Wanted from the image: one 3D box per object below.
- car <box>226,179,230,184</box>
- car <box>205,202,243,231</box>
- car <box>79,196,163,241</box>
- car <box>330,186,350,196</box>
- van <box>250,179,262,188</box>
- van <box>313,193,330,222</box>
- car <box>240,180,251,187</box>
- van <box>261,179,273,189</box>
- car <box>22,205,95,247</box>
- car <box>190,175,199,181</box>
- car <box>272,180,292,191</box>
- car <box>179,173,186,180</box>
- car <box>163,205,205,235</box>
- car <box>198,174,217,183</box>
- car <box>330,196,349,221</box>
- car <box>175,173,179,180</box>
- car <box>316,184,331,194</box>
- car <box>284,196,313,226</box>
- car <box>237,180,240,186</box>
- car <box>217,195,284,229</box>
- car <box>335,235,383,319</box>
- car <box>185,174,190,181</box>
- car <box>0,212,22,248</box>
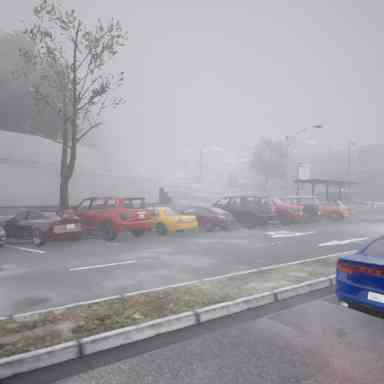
[{"bbox_3d":[9.674,-2.317,78.011,2.002,1.452,4.674,7,3,35],"label":"car"},{"bbox_3d":[0.384,1.548,20.438,4.674,1.452,2.002,-1,-1,35],"label":"car"},{"bbox_3d":[-4.545,1.247,16.987,5.566,2.045,2.435,-1,-1,35],"label":"car"},{"bbox_3d":[25.193,0.137,55.792,2.002,1.452,4.674,7,3,35],"label":"car"},{"bbox_3d":[14.815,-1.764,70.493,1.878,1.987,4.442,7,4,35],"label":"van"},{"bbox_3d":[7.867,1.296,25.564,4.442,1.987,1.878,-1,-1,35],"label":"van"},{"bbox_3d":[13.243,-1.812,73.225,1.946,1.575,5.366,7,3,35],"label":"car"},{"bbox_3d":[16.542,-1.491,68.020,1.878,1.987,4.442,7,4,35],"label":"van"},{"bbox_3d":[-6.992,1.524,15.244,4.792,1.488,2.163,-1,-1,35],"label":"car"},{"bbox_3d":[2.726,-3.698,87.786,2.435,2.045,5.566,7,3,34],"label":"car"},{"bbox_3d":[18.300,-0.992,65.656,2.231,1.521,4.892,7,3,35],"label":"car"},{"bbox_3d":[-0.794,-4.085,92.726,2.185,1.767,4.553,4,1,34],"label":"car"},{"bbox_3d":[-2.224,1.502,18.812,5.366,1.575,1.946,-1,-1,35],"label":"car"},{"bbox_3d":[4.575,-3.176,85.526,1.946,1.575,5.366,7,3,34],"label":"car"},{"bbox_3d":[10.278,1.403,27.312,4.553,1.767,2.185,-1,-1,35],"label":"car"},{"bbox_3d":[-2.564,-4.362,95.075,2.435,2.045,5.566,1,-1,34],"label":"car"},{"bbox_3d":[23.504,-0.426,58.266,2.435,2.045,5.566,7,3,35],"label":"car"},{"bbox_3d":[5.327,1.267,23.896,5.566,2.045,2.435,-1,-1,35],"label":"car"},{"bbox_3d":[11.414,-2.043,75.547,2.002,1.452,4.674,7,4,35],"label":"car"},{"bbox_3d":[2.813,1.262,22.193,5.566,2.045,2.435,-1,-1,35],"label":"car"},{"bbox_3d":[4.884,1.487,6.602,5.008,1.535,1.882,0,0,-35],"label":"car"},{"bbox_3d":[0.933,-3.850,90.254,2.185,1.767,4.553,6,3,34],"label":"car"},{"bbox_3d":[-9.413,1.493,13.499,4.892,1.521,2.231,-1,-1,35],"label":"car"}]
